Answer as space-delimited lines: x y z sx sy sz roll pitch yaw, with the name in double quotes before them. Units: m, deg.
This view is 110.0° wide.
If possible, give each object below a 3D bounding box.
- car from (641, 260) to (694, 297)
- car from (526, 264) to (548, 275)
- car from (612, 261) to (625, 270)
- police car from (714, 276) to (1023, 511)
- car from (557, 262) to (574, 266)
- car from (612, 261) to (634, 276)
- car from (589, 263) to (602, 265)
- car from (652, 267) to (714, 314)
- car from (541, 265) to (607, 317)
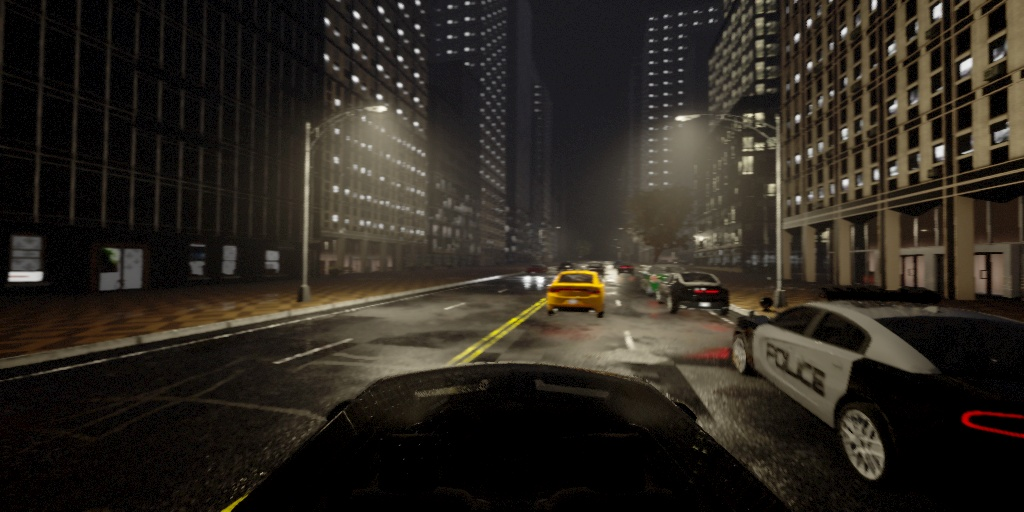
"car" 8.401 1.231 19.816 2.097 1.767 4.553 0 0 15
"car" 2.930 1.556 41.687 1.895 1.301 4.718 0 0 15
"car" 18.316 1.606 61.817 1.882 1.535 5.008 0 0 15
"police car" 4.410 1.211 4.465 1.930 1.638 5.238 0 0 15
"car" 6.441 1.483 42.250 1.837 1.490 4.892 0 -1 15
"car" 13.042 1.499 41.423 2.128 1.511 4.902 0 0 15
"car" 8.746 1.457 37.535 2.128 1.511 4.902 0 0 15
"car" 6.898 1.350 14.039 1.837 1.490 4.892 0 0 15
"car" 2.556 1.298 13.728 1.882 1.535 5.008 0 0 15
